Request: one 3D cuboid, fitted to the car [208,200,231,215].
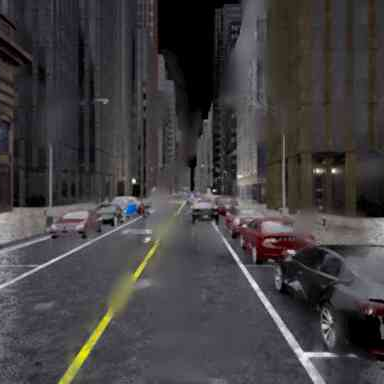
[{"bbox_3d":[2.767,1.520,34.008,1.947,1.339,4.313,0,0,0],"label":"car"}]

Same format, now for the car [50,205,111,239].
[{"bbox_3d":[-5.761,1.559,17.137,1.802,1.307,4.206,0,0,0],"label":"car"}]

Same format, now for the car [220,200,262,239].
[{"bbox_3d":[2.765,1.417,17.151,1.967,1.590,4.097,0,0,0],"label":"car"}]

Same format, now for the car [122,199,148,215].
[{"bbox_3d":[-5.758,1.499,33.992,1.887,1.381,4.507,0,0,0],"label":"car"}]

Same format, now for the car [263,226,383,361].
[{"bbox_3d":[2.763,1.558,5.914,1.947,1.339,4.313,0,0,0],"label":"car"}]

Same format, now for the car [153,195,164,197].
[{"bbox_3d":[-5.755,1.516,50.847,1.802,1.307,4.206,0,0,0],"label":"car"}]

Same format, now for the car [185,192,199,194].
[{"bbox_3d":[0.012,0.980,76.857,2.150,2.045,5.566,0,0,0],"label":"car"}]

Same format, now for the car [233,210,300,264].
[{"bbox_3d":[2.764,1.529,11.532,1.887,1.381,4.507,0,0,0],"label":"car"}]

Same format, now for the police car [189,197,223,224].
[{"bbox_3d":[0.903,1.392,24.321,1.930,1.638,5.238,0,0,0],"label":"police car"}]

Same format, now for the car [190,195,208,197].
[{"bbox_3d":[0.890,1.410,34.402,1.801,1.575,5.366,0,0,0],"label":"car"}]

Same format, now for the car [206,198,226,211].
[{"bbox_3d":[2.768,1.498,39.626,2.008,1.369,4.403,0,0,0],"label":"car"}]

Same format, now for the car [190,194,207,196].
[{"bbox_3d":[0.859,1.402,40.402,1.801,1.575,5.366,0,0,0],"label":"car"}]

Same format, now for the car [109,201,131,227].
[{"bbox_3d":[-5.760,1.535,22.756,1.947,1.339,4.313,0,0,0],"label":"car"}]

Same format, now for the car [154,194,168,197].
[{"bbox_3d":[-5.755,1.243,56.465,2.192,1.841,5.009,0,0,0],"label":"car"}]

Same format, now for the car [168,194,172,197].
[{"bbox_3d":[-5.753,1.461,67.702,1.887,1.381,4.507,0,0,0],"label":"car"}]

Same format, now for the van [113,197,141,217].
[{"bbox_3d":[-5.759,1.303,28.374,1.690,1.788,3.998,0,0,0],"label":"van"}]

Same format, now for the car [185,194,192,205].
[{"bbox_3d":[0.009,1.490,58.111,1.994,1.385,4.181,0,0,0],"label":"car"}]

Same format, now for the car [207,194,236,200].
[{"bbox_3d":[2.766,1.276,28.388,2.192,1.841,5.009,0,0,0],"label":"car"}]

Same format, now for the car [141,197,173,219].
[{"bbox_3d":[-3.094,1.452,28.983,2.128,1.511,4.902,0,0,0],"label":"car"}]

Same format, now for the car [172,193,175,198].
[{"bbox_3d":[-5.751,1.488,78.939,1.802,1.307,4.206,0,0,0],"label":"car"}]
